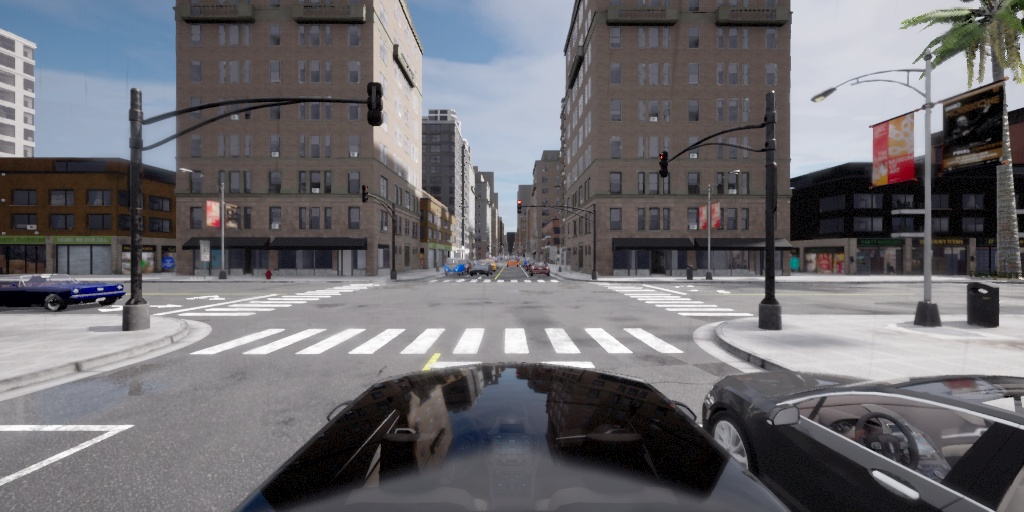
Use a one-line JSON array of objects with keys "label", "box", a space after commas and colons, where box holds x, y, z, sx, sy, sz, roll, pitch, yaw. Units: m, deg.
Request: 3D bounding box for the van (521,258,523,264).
[{"label": "van", "box": [2.779, 1.094, 59.056, 1.690, 1.789, 3.998, 0, 0, 0]}]

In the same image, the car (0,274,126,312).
[{"label": "car", "box": [-17.762, 1.329, 13.544, 4.718, 1.301, 1.895, 0, 0, 0]}]

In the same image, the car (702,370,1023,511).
[{"label": "car", "box": [2.668, 1.300, 1.729, 2.007, 1.370, 4.403, 0, 0, 0]}]

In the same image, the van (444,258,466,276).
[{"label": "van", "box": [-5.794, 1.093, 36.395, 1.690, 1.789, 3.998, 0, 0, 0]}]

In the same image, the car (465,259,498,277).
[{"label": "car", "box": [-3.009, 1.299, 36.585, 2.033, 1.411, 5.357, 0, 0, 4]}]

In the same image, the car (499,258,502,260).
[{"label": "car", "box": [-2.987, 1.354, 56.206, 1.895, 1.301, 4.718, 0, 0, 0]}]

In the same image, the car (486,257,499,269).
[{"label": "car", "box": [-3.016, 1.231, 46.287, 1.882, 1.535, 5.008, 0, 0, 0]}]

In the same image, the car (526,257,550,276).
[{"label": "car", "box": [2.732, 1.192, 36.379, 1.967, 1.591, 4.097, 0, 0, 0]}]

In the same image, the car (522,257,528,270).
[{"label": "car", "box": [2.755, 1.193, 47.717, 1.967, 1.591, 4.097, 0, 0, 0]}]
